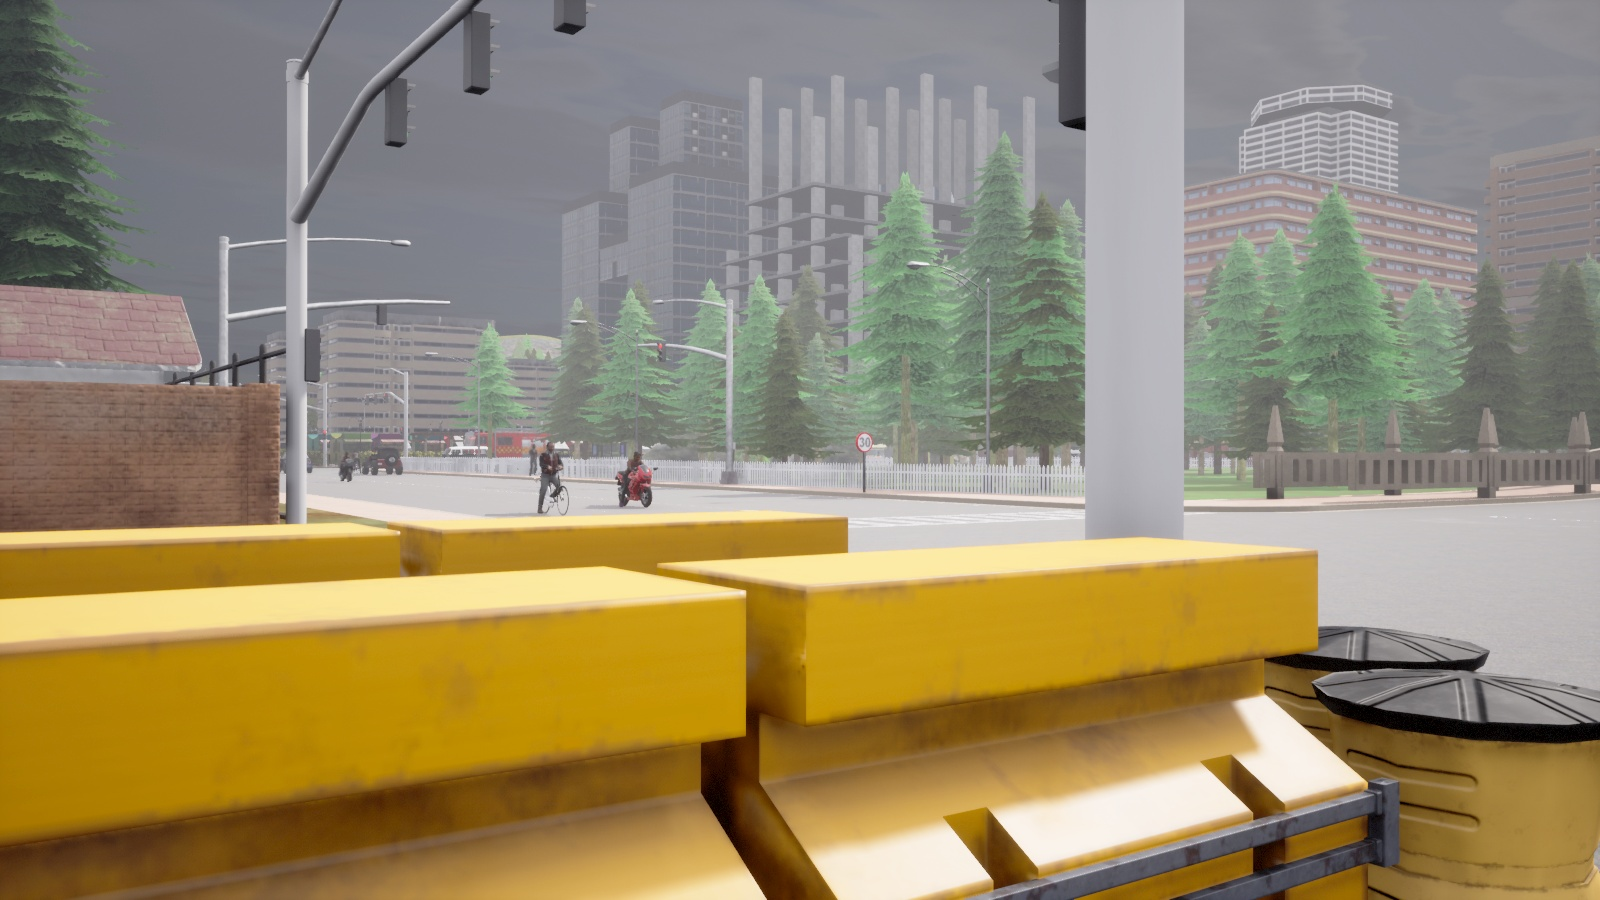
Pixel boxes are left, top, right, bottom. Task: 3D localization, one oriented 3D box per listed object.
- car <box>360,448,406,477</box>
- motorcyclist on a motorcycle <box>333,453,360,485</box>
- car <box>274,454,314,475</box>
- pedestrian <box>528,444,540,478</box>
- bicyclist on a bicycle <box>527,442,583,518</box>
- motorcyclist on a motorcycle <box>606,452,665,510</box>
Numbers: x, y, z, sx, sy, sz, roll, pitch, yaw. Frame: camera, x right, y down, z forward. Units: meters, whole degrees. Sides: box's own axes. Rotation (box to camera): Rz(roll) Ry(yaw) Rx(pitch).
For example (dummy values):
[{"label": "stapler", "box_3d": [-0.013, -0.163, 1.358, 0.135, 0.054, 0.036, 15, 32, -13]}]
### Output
[{"label": "car", "box_3d": [-27.282, 0.800, 82.118, 1.905, 1.878, 3.866, 0, 0, -33]}, {"label": "motorcyclist on a motorcycle", "box_3d": [-22.199, 0.923, 61.494, 0.797, 1.523, 2.044, 0, 0, -33]}, {"label": "car", "box_3d": [-35.762, 1.003, 88.727, 1.970, 1.475, 3.806, 0, 0, -33]}, {"label": "pedestrian", "box_3d": [-14.942, 0.608, 70.543, 0.402, 1.930, 0.666, 0, 0, -33]}, {"label": "bicyclist on a bicycle", "box_3d": [-5.881, 0.701, 30.030, 0.659, 1.776, 1.843, 0, 0, -33]}, {"label": "motorcyclist on a motorcycle", "box_3d": [-4.504, 0.820, 34.329, 0.797, 1.523, 2.044, 0, 0, -33]}]
